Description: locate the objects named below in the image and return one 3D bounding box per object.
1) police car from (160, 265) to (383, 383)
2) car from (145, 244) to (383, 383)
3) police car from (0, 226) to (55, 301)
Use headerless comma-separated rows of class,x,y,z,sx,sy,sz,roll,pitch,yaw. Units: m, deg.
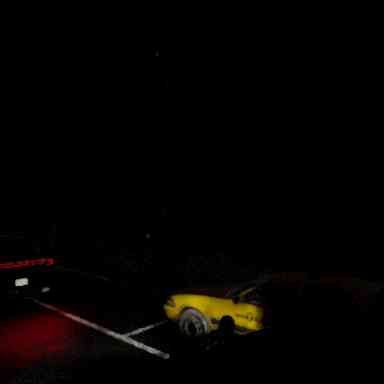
police car,2.062,1.559,2.070,5.238,1.638,1.930,-1,-3,37
car,1.597,1.777,5.005,4.829,1.417,1.752,-1,-3,40
police car,-5.532,1.722,8.631,5.238,1.638,1.930,-1,-3,40
